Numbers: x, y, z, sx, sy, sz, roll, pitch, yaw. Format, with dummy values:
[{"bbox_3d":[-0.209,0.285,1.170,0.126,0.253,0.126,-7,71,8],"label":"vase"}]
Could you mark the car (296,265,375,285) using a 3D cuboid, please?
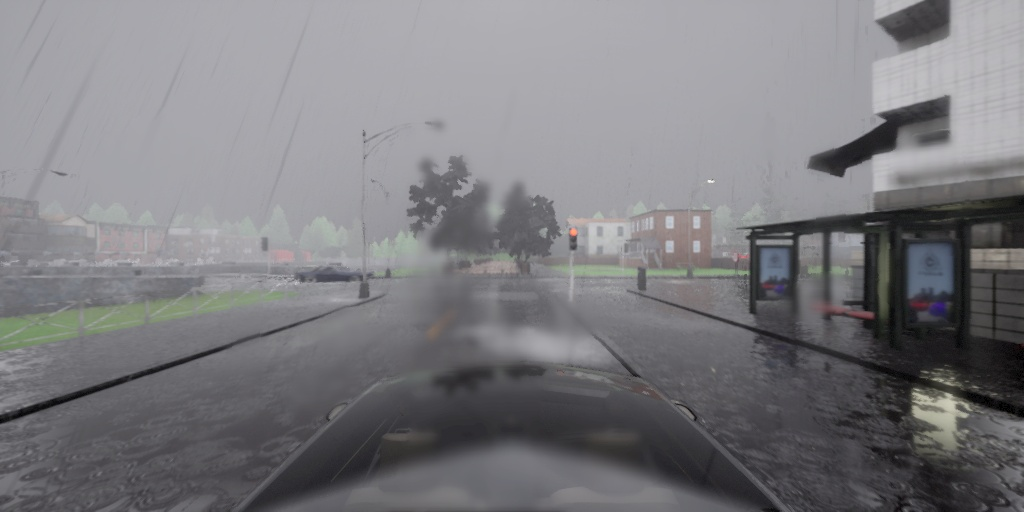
[{"bbox_3d":[-11.964,1.297,24.581,4.718,1.301,1.895,0,0,0],"label":"car"}]
